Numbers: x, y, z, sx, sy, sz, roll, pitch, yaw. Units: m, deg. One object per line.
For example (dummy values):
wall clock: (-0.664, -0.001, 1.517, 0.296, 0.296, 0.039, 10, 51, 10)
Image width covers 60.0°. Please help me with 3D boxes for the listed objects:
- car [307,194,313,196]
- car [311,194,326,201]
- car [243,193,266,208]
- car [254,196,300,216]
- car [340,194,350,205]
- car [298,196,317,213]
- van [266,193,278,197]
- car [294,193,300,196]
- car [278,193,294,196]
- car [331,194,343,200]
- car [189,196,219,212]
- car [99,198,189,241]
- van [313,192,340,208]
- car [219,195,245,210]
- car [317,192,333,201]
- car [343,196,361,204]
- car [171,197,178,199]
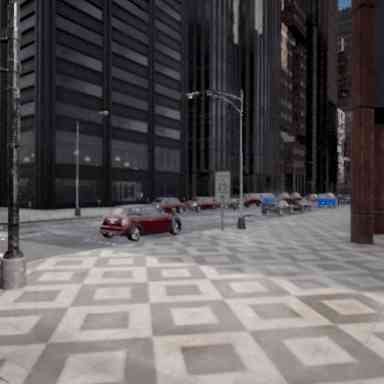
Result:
car: (23.662, 1.133, 66.243, 1.967, 1.590, 4.097, 1, 0, 36)
car: (26.947, 1.234, 70.790, 2.008, 1.369, 4.403, 0, 0, 36)
car: (7.238, 1.059, 43.507, 2.192, 1.841, 5.009, 1, 0, 36)
car: (7.587, 1.365, 29.437, 2.008, 1.369, 4.403, 1, 0, 36)
car: (24.011, 1.323, 52.170, 1.947, 1.339, 4.313, 1, 0, 36)
car: (10.872, 1.368, 33.984, 1.947, 1.339, 4.313, 1, 0, 36)
van: (10.522, 1.074, 48.054, 1.690, 1.788, 3.998, 1, 0, 36)
car: (17.092, 1.026, 57.147, 2.192, 1.841, 5.009, 1, 0, 36)
car: (13.808, 1.037, 52.601, 2.192, 1.841, 5.009, 1, 0, 36)
car: (36.802, 1.225, 84.431, 1.947, 1.339, 4.313, 0, 0, 36)
car: (0.667, 1.209, 34.415, 1.967, 1.590, 4.097, 1, 0, 36)
car: (-2.267, 1.295, 15.797, 1.967, 1.590, 4.097, 1, 0, 36)
van: (17.442, 1.120, 43.076, 1.690, 1.788, 3.998, 1, 0, 36)
car: (3.951, 1.307, 38.962, 2.008, 1.369, 4.403, 1, 0, 36)
car: (30.233, 0.990, 75.336, 2.192, 1.841, 5.009, 0, 0, 36)
car: (27.296, 1.314, 56.717, 1.947, 1.339, 4.313, 0, 0, 36)
car: (-2.618, 1.222, 29.868, 1.967, 1.590, 4.097, 1, 0, 36)
